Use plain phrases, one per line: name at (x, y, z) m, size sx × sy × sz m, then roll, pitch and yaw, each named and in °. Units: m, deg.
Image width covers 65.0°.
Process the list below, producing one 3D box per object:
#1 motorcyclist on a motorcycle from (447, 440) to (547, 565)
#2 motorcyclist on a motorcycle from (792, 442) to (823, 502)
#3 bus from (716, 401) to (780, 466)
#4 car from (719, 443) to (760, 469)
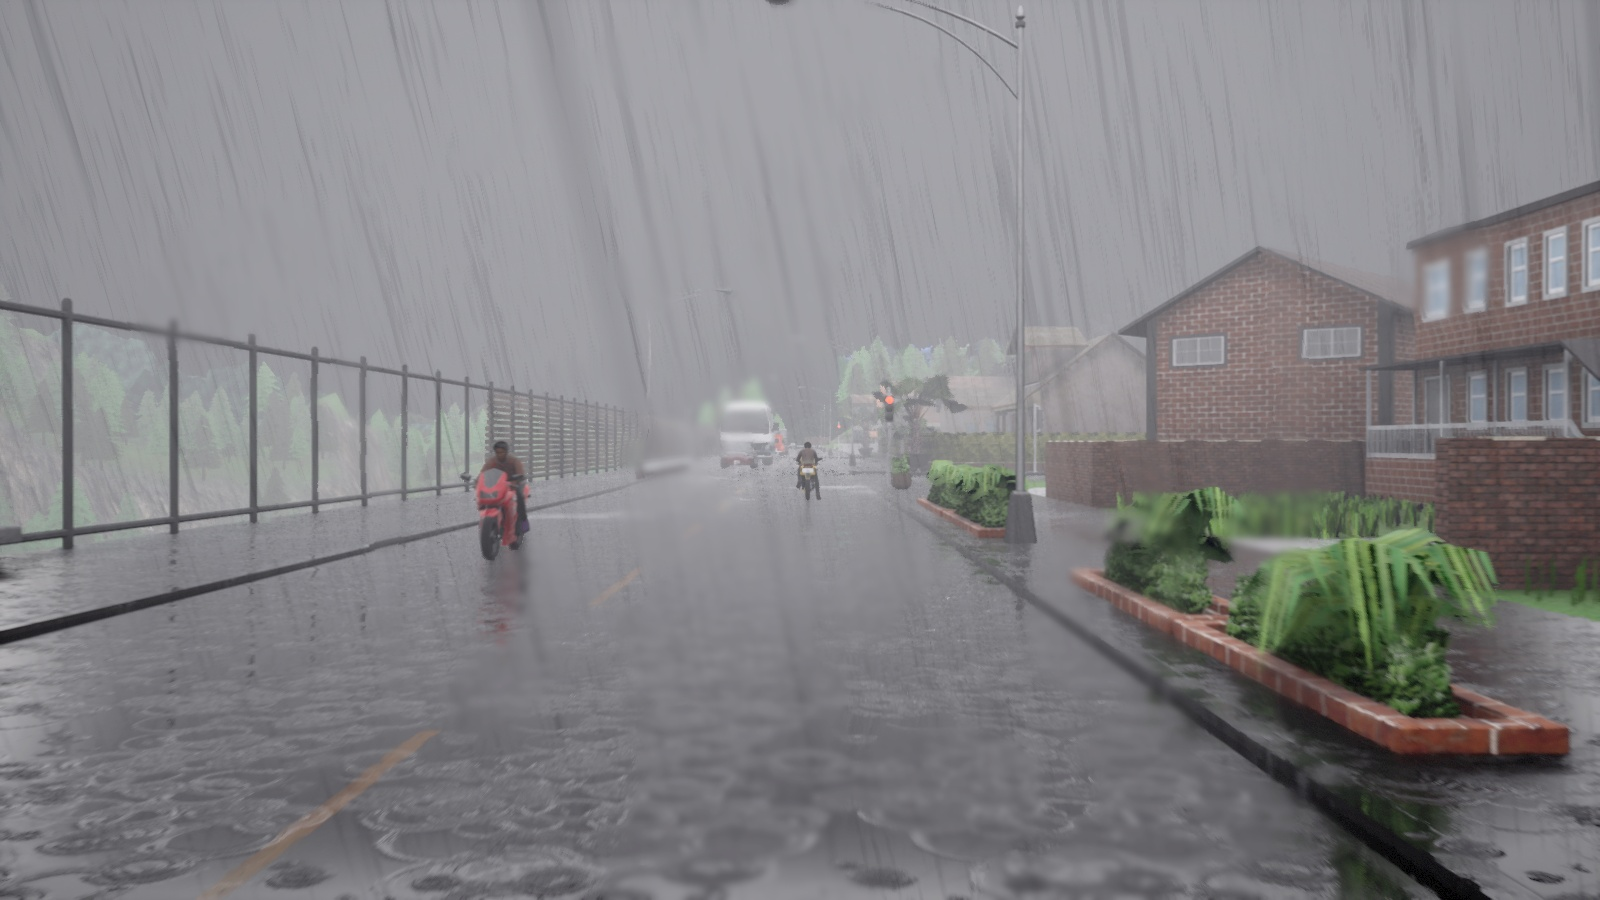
motorcyclist on a motorcycle at (-3.892, 0.634, 16.309) m, size 0.797 × 1.523 × 2.044 m, roll 0°, pitch 0°, yaw 0°
motorcyclist on a motorcycle at (0.202, 0.543, 32.876) m, size 0.797 × 1.523 × 2.044 m, roll 0°, pitch 0°, yaw 0°
bus at (-3.479, -1.126, 87.498) m, size 3.944 × 4.253 × 10.273 m, roll 0°, pitch 0°, yaw 0°
car at (-3.557, 0.322, 74.724) m, size 2.163 × 1.488 × 4.792 m, roll 0°, pitch 0°, yaw 0°
